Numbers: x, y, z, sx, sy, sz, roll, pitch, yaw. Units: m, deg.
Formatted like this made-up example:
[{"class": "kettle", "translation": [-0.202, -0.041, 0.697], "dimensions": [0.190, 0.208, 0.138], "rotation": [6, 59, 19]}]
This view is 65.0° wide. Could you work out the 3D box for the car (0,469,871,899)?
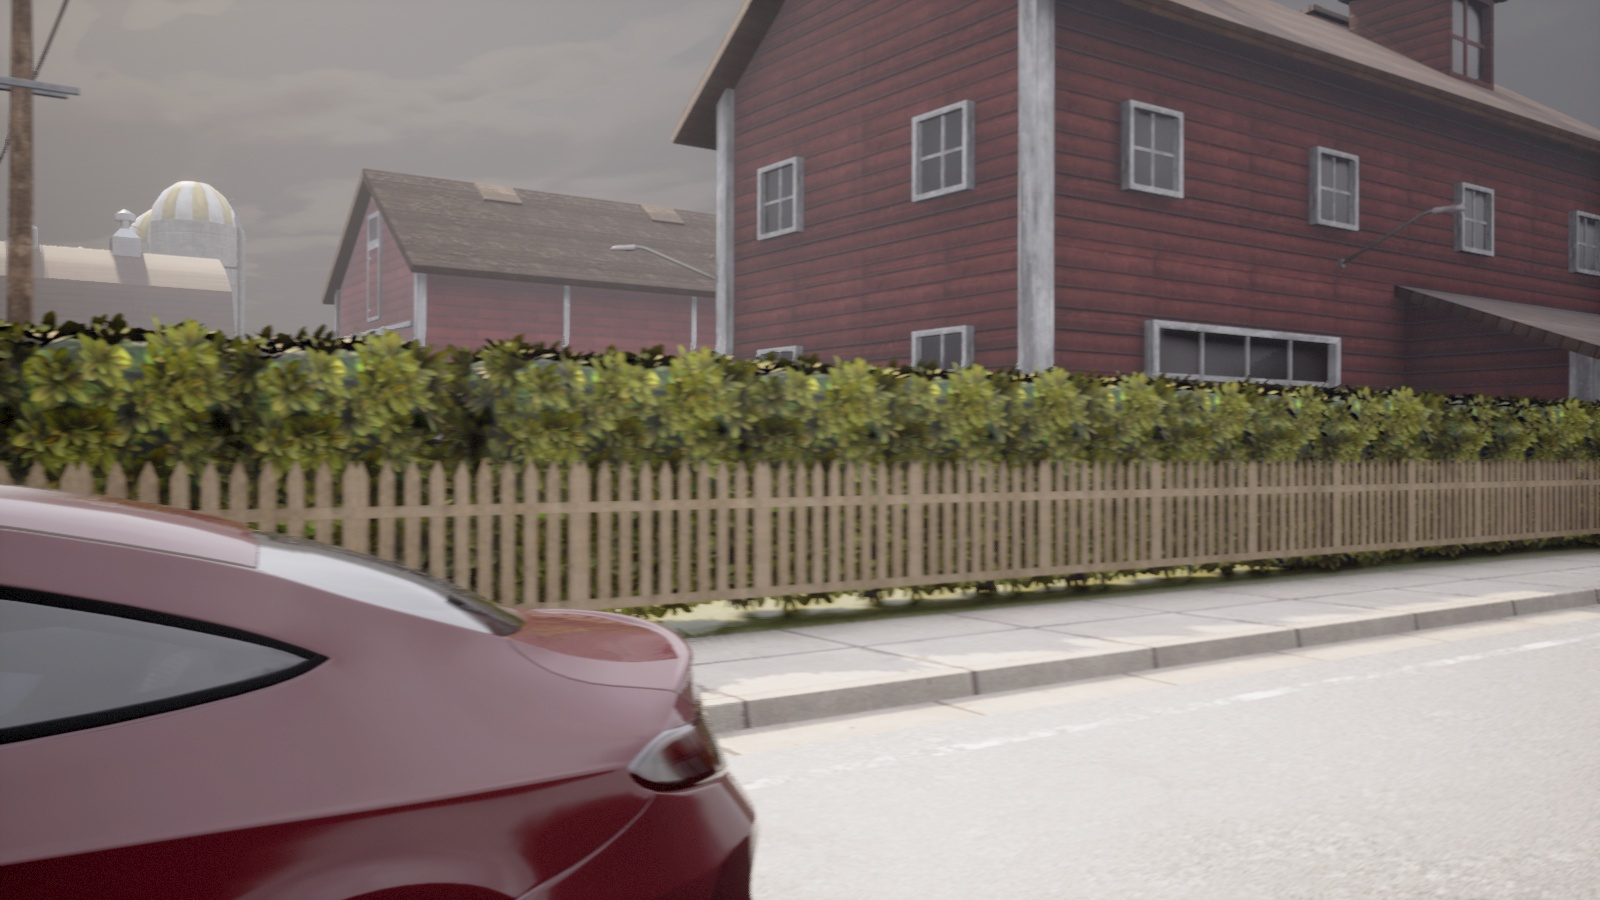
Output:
[{"class": "car", "translation": [-2.286, 0.780, 2.068], "dimensions": [4.674, 1.442, 1.812], "rotation": [0, 0, -35]}]
